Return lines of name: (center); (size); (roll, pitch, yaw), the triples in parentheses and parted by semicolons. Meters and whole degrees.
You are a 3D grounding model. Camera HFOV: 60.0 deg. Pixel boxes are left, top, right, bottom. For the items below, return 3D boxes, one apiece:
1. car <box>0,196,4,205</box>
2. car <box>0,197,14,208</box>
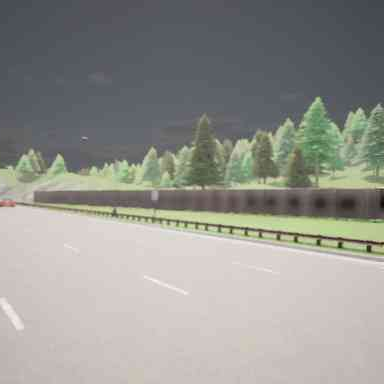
car: (-39.860, 1.749, 67.674); (2.097, 1.767, 4.553); (1, -1, -38)
car: (-32.870, 1.791, 58.714); (2.097, 1.767, 4.553); (1, -1, -37)
